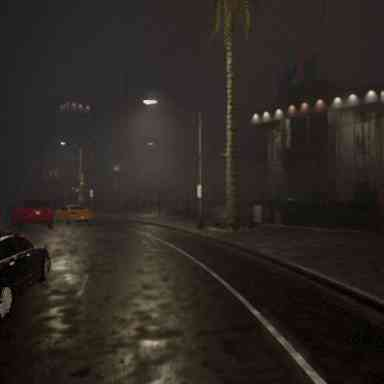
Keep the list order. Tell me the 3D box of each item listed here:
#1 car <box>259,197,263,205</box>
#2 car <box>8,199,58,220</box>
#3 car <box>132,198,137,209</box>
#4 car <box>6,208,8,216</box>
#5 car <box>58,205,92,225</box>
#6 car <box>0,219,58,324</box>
[{"bbox_3d":[10.428,1.813,50.403,4.674,1.452,2.002,-1,-1,44],"label":"car"},{"bbox_3d":[-11.615,1.505,24.063,2.150,2.045,5.566,0,-1,-34],"label":"car"},{"bbox_3d":[-9.551,1.793,53.858,4.553,1.767,2.185,-1,-1,44],"label":"car"},{"bbox_3d":[-19.469,1.977,37.727,1.812,1.442,4.674,0,-1,-45],"label":"car"},{"bbox_3d":[-9.766,1.779,27.221,1.882,1.535,5.008,0,-1,-36],"label":"car"},{"bbox_3d":[-4.450,1.596,7.119,1.837,1.490,4.892,0,0,-10],"label":"car"}]
